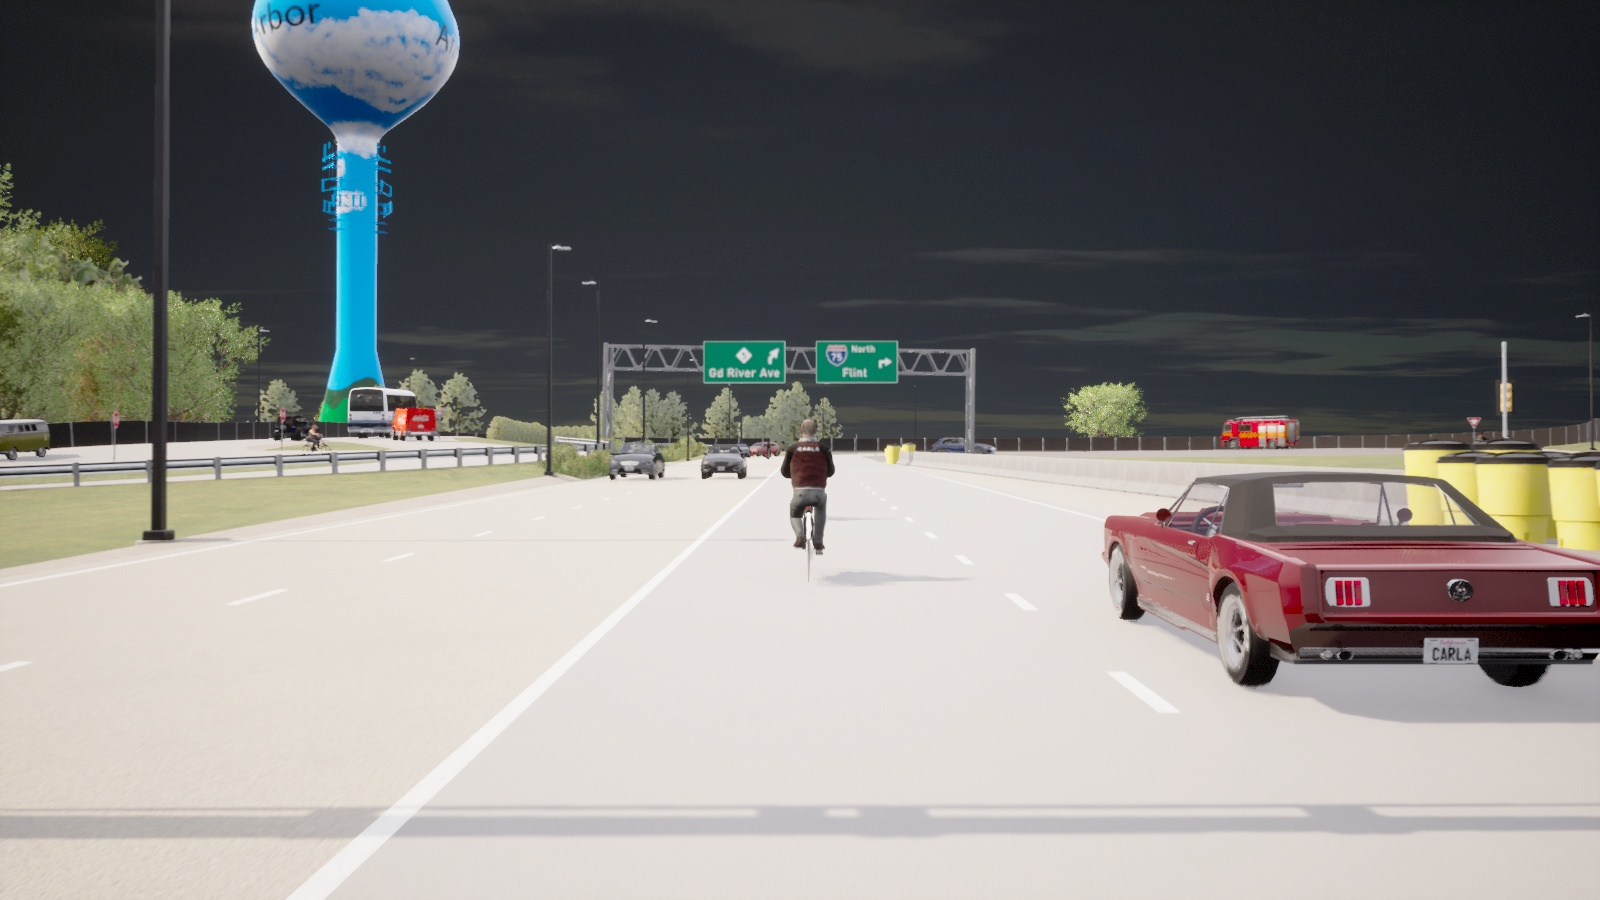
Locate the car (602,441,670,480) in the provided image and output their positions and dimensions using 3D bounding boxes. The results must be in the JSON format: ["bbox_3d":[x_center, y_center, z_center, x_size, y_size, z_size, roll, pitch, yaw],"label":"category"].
[{"bbox_3d":[-6.691,0.406,51.623,2.128,1.511,4.902,0,0,0],"label":"car"}]

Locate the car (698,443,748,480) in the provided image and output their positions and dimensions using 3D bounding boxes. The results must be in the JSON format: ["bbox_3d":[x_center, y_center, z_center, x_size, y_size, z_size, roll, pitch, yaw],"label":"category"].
[{"bbox_3d":[-3.185,0.463,52.756,1.816,1.474,4.193,0,0,0],"label":"car"}]

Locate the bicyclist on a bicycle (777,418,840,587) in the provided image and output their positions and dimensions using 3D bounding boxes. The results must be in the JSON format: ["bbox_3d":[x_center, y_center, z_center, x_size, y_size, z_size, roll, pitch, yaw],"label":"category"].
[{"bbox_3d":[0.096,0.543,14.114,0.659,1.776,1.843,0,0,0],"label":"bicyclist on a bicycle"}]

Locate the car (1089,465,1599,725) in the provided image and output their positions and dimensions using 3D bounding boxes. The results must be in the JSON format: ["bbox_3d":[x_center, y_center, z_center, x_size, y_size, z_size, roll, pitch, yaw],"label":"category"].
[{"bbox_3d":[3.567,0.802,9.052,1.895,1.301,4.718,0,0,0],"label":"car"}]

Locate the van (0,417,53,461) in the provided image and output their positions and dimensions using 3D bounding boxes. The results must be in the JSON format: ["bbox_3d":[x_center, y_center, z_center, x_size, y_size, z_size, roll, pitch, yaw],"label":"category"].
[{"bbox_3d":[-39.779,-0.590,63.238,1.775,1.987,4.442,0,3,-2],"label":"van"}]

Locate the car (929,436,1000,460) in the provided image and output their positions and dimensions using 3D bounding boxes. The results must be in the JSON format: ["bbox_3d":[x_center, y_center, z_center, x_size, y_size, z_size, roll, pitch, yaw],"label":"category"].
[{"bbox_3d":[12.289,-0.130,93.847,4.856,1.649,2.033,-1,-1,27],"label":"car"}]

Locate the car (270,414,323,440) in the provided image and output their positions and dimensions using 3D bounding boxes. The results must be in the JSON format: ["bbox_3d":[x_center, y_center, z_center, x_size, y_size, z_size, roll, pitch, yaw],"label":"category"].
[{"bbox_3d":[-36.334,-1.678,90.664,1.905,1.878,3.866,0,2,6],"label":"car"}]
